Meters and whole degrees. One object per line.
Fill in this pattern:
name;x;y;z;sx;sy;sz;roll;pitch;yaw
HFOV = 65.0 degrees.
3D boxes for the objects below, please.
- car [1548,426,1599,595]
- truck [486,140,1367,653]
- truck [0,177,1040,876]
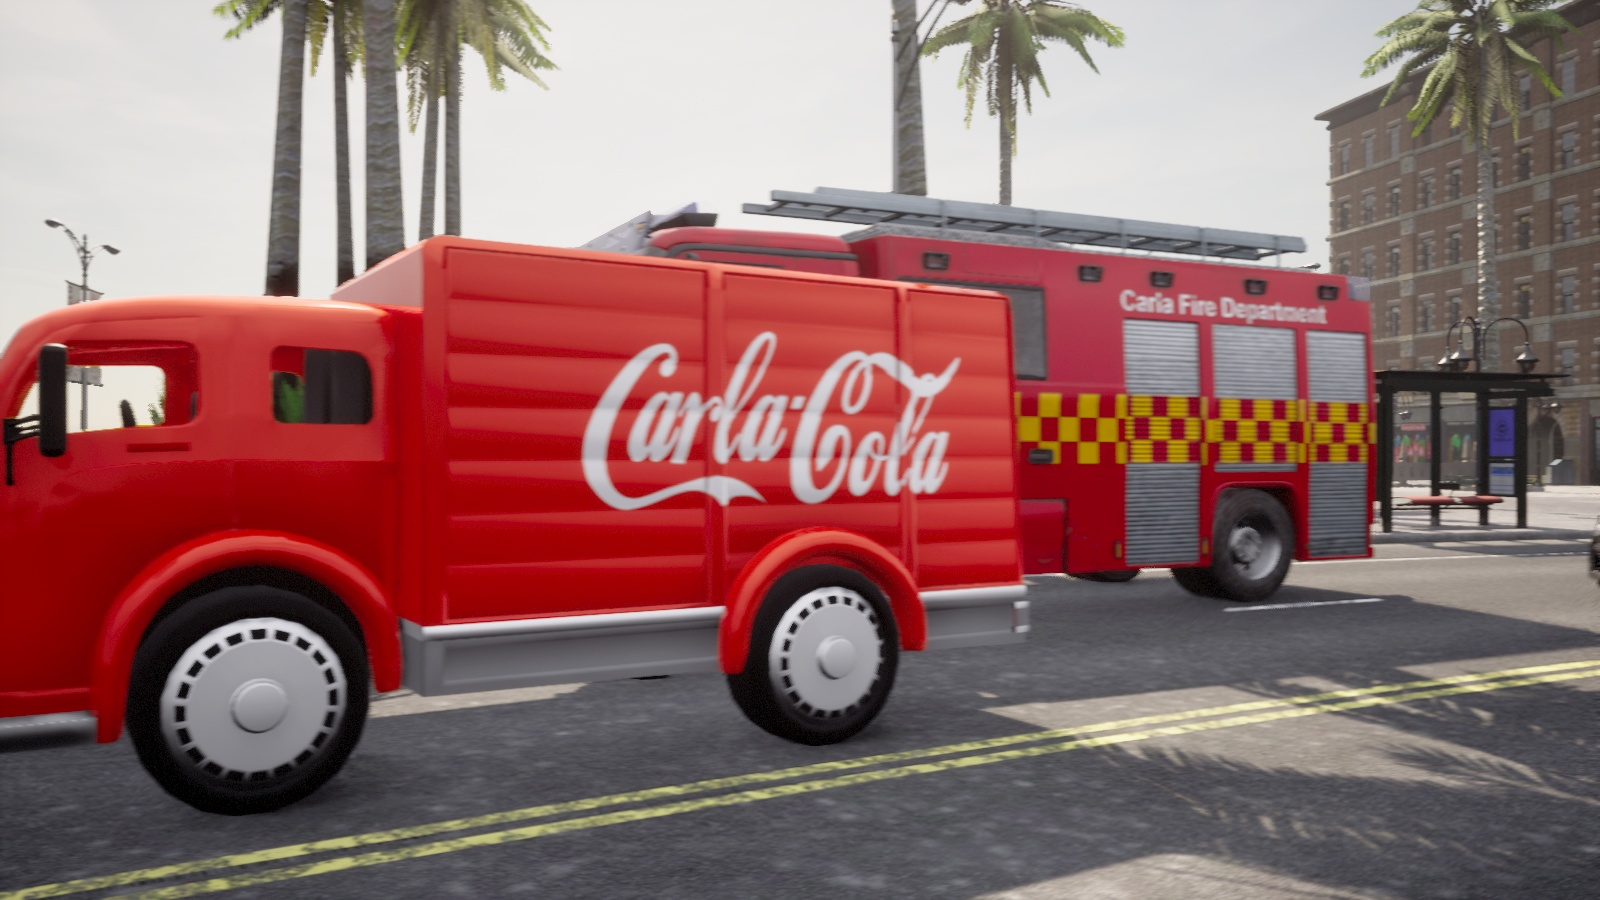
car;10.264;0.594;12.707;4.611;1.667;2.242;0;0;-20
truck;1.454;-0.400;12.512;8.468;3.827;2.891;0;0;-26
truck;-1.580;0.273;6.729;5.204;2.467;2.627;0;0;-31
